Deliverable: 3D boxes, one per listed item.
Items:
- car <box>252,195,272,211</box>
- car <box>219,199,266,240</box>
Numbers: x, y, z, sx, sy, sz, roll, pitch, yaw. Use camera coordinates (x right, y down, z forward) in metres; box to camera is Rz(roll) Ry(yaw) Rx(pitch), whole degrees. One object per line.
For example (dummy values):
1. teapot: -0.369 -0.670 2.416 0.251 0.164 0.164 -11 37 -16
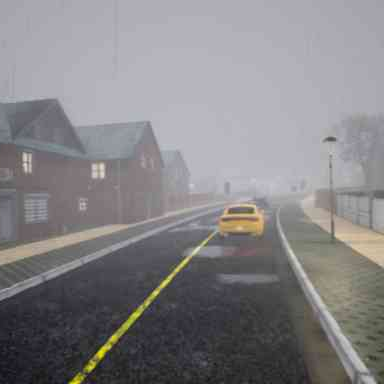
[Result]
1. car: 6.854 1.084 33.161 2.128 1.511 4.902 -2 1 16
2. car: 2.496 1.330 16.230 1.882 1.535 5.008 -2 0 12
